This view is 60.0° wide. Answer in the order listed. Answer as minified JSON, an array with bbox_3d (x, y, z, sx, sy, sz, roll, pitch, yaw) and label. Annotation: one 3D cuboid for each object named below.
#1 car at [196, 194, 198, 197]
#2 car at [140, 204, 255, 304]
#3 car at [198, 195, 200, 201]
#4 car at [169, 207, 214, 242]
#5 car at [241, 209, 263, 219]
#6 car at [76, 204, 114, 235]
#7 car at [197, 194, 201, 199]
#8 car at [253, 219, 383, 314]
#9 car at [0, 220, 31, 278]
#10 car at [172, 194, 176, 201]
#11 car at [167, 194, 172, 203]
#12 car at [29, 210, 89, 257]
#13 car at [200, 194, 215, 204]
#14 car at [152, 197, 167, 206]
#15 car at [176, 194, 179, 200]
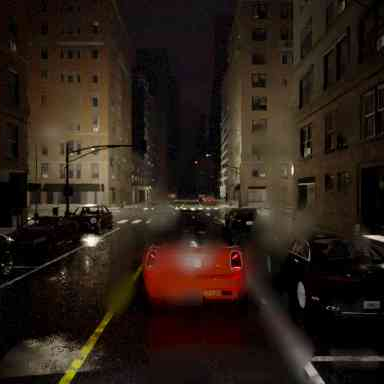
[{"bbox_3d":[2.848,1.559,87.994,1.967,1.590,4.097,0,0,0],"label":"car"},{"bbox_3d":[0.054,1.352,8.309,2.097,1.767,4.553,0,0,0],"label":"car"},{"bbox_3d":[2.835,1.605,66.358,2.008,1.369,4.403,0,0,0],"label":"car"},{"bbox_3d":[-0.015,1.564,16.963,1.994,1.385,4.181,0,0,0],"label":"car"},{"bbox_3d":[2.836,1.566,18.450,1.947,1.339,4.313,0,0,0],"label":"car"},{"bbox_3d":[-5.690,1.440,18.441,1.967,1.590,4.097,0,0,0],"label":"car"},{"bbox_3d":[2.841,1.523,77.176,1.967,1.590,4.097,0,0,0],"label":"car"},{"bbox_3d":[2.848,1.550,7.448,2.008,1.369,4.403,0,0,0],"label":"car"},{"bbox_3d":[-5.677,1.566,7.438,1.947,1.339,4.313,0,0,0],"label":"car"},{"bbox_3d":[-5.680,1.625,82.416,1.752,1.417,4.829,0,0,0],"label":"car"},{"bbox_3d":[-5.690,1.606,66.361,2.008,1.369,4.403,0,0,0],"label":"car"},{"bbox_3d":[-5.684,1.582,12.939,1.802,1.307,4.206,0,0,0],"label":"car"},{"bbox_3d":[2.827,1.475,55.540,1.967,1.590,4.097,0,0,0],"label":"car"},{"bbox_3d":[-5.697,1.617,55.544,1.802,1.307,4.206,0,0,0],"label":"car"},{"bbox_3d":[-5.673,1.455,93.404,2.192,1.841,5.009,0,0,0],"label":"car"}]
